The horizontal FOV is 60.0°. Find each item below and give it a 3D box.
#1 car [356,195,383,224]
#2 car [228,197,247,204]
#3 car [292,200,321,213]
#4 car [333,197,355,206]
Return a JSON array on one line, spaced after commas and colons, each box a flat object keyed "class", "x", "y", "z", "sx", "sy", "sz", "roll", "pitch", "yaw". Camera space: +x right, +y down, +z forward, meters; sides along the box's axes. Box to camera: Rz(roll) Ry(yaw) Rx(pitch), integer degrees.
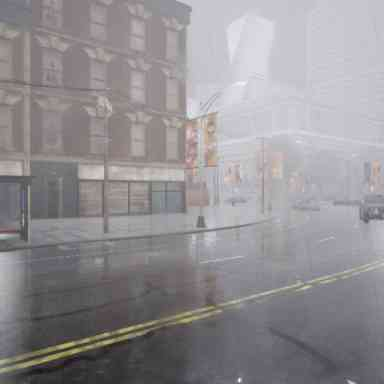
[{"class": "car", "x": 13.695, "y": 1.221, "z": 24.441, "sx": 2.150, "sy": 2.045, "sz": 5.566, "roll": 0, "pitch": 0, "yaw": 22}, {"class": "car", "x": 8.782, "y": 1.564, "z": 64.340, "sx": 1.994, "sy": 1.385, "sz": 4.181, "roll": 0, "pitch": 0, "yaw": -32}, {"class": "car", "x": 13.003, "y": 1.601, "z": 37.895, "sx": 1.895, "sy": 1.301, "sz": 4.718, "roll": 0, "pitch": 0, "yaw": 0}, {"class": "car", "x": 24.764, "y": 1.520, "z": 53.540, "sx": 2.002, "sy": 1.452, "sz": 4.674, "roll": 0, "pitch": 0, "yaw": -16}]
